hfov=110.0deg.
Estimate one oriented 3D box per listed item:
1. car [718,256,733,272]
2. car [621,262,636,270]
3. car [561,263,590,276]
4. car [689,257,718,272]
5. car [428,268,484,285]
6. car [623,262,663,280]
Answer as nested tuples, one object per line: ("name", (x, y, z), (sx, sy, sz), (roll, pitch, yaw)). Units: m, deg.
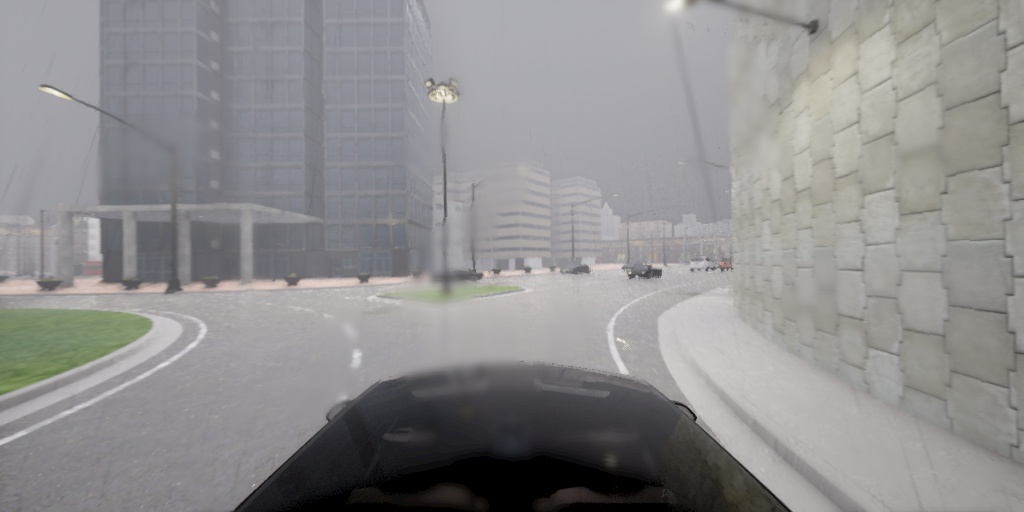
("car", (29.346, 1.071, 47.726), (2.150, 2.045, 5.566), (-1, -1, 42))
("car", (19.490, 1.657, 57.765), (2.033, 1.411, 5.357), (-1, -1, 42))
("car", (7.970, 1.621, 44.827), (2.128, 1.511, 4.902), (-1, -1, 42))
("car", (26.248, 1.137, 49.488), (2.150, 2.045, 5.566), (-1, -1, 42))
("car", (-4.823, 1.759, 30.951), (4.718, 1.301, 1.895), (0, -1, -44))
("car", (12.710, 1.537, 34.014), (1.895, 1.301, 4.718), (-1, -1, 41))
